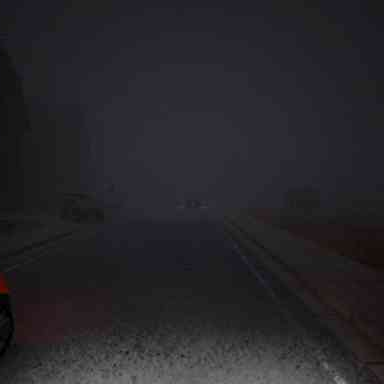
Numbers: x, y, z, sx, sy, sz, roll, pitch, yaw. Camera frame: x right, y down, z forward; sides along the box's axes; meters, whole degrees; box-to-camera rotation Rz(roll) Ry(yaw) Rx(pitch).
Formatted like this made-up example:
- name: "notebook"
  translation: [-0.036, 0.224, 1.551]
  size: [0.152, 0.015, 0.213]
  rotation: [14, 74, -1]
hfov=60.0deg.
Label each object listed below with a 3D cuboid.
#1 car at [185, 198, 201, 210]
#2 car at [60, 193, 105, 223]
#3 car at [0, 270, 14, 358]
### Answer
- name: "car"
  translation: [0.098, 1.439, 41.661]
  size: [1.994, 1.385, 4.181]
  rotation: [0, 0, 0]
- name: "car"
  translation: [-7.664, 1.075, 23.107]
  size: [1.905, 1.878, 3.866]
  rotation: [8, -3, -42]
- name: "car"
  translation: [-3.574, 1.344, 2.774]
  size: [2.097, 1.767, 4.553]
  rotation: [0, 0, 0]
